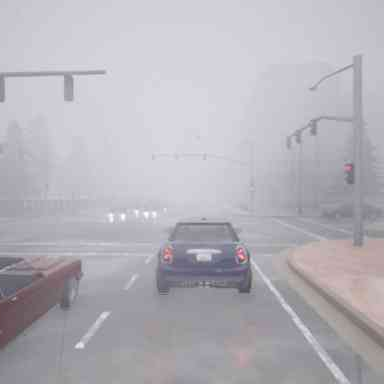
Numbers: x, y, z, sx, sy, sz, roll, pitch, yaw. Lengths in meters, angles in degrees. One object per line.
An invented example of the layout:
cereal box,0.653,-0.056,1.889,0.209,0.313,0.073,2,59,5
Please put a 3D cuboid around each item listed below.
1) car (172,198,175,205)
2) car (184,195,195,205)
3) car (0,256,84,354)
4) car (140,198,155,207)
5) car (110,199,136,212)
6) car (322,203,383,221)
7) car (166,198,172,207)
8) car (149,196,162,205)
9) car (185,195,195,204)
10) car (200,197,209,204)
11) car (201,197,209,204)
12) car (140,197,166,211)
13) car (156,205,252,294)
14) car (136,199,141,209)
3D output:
car,-4.505,1.898,65.039,1.882,1.535,5.008,0,0,2
car,-0.716,1.989,72.352,1.812,1.442,4.674,0,0,2
car,-3.296,1.634,5.064,1.895,1.301,4.718,0,0,1
car,-8.157,1.901,61.492,1.837,1.490,4.892,0,0,2
car,-8.857,1.871,42.098,1.895,1.301,4.718,0,0,2
car,14.008,1.699,29.164,4.892,1.490,1.837,0,0,3
car,-4.910,1.831,54.739,1.882,1.535,5.008,0,0,2
car,-7.744,1.818,71.650,2.097,1.767,4.553,0,0,2
car,-0.383,1.755,82.086,2.150,2.045,5.566,0,0,2
car,2.816,2.025,73.228,1.994,1.385,4.181,0,0,2
car,3.114,2.008,81.934,1.882,1.535,5.008,0,0,2
car,-5.242,1.784,45.379,2.128,1.511,4.902,0,0,2
car,0.308,1.411,9.122,2.097,1.767,4.553,0,0,1
car,-8.532,1.823,51.405,2.128,1.511,4.902,0,0,2
